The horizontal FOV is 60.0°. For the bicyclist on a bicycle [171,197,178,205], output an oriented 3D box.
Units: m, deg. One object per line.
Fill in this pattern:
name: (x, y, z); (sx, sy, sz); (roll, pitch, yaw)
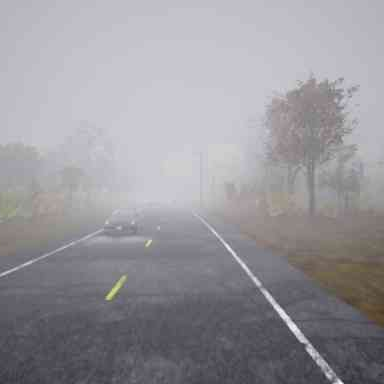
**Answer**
bicyclist on a bicycle: (-3.205, 1.848, 65.670); (0.866, 1.612, 1.509); (0, 0, -7)

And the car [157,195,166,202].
car: (-8.207, 1.890, 92.504); (2.128, 1.511, 4.902); (0, 0, -10)

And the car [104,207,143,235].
car: (-4.039, 1.685, 20.267); (1.812, 1.442, 4.674); (0, 0, -3)

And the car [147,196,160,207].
car: (-7.231, 1.923, 61.495); (1.812, 1.442, 4.674); (0, 0, -6)
